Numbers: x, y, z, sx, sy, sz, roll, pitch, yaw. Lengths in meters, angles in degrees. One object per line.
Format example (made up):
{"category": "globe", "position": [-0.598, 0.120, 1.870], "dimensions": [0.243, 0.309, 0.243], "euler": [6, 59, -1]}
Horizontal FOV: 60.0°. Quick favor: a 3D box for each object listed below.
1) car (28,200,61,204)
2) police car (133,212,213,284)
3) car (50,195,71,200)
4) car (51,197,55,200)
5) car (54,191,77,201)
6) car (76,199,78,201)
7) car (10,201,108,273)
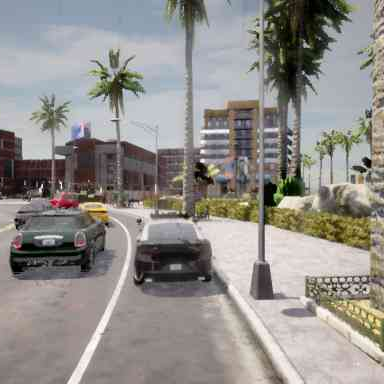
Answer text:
{"category": "car", "position": [-9.934, 1.484, 21.221], "dimensions": [2.128, 1.511, 4.902], "euler": [0, 0, -17]}
{"category": "police car", "position": [-0.678, 1.424, 9.770], "dimensions": [1.930, 1.638, 5.238], "euler": [0, 0, -7]}
{"category": "car", "position": [-34.237, 1.392, 86.688], "dimensions": [4.674, 1.452, 2.002], "euler": [0, 0, 10]}
{"category": "car", "position": [-16.604, 1.534, 35.828], "dimensions": [2.033, 1.411, 5.357], "euler": [0, 0, -33]}
{"category": "car", "position": [-15.625, 1.208, 40.459], "dimensions": [2.150, 2.045, 5.566], "euler": [0, 0, -37]}
{"category": "car", "position": [-7.009, 1.473, 23.487], "dimensions": [1.882, 1.535, 5.008], "euler": [0, 0, -18]}
{"category": "car", "position": [-4.121, 1.350, 10.947], "dimensions": [2.097, 1.767, 4.553], "euler": [0, 0, -8]}
